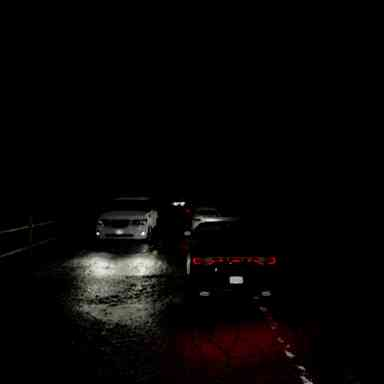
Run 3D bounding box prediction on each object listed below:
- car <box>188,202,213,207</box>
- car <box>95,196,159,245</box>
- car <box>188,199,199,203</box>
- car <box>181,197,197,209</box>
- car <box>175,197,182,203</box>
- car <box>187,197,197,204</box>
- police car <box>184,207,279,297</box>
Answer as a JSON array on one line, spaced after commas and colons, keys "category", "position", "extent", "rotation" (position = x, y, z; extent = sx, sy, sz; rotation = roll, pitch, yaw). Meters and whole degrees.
[{"category": "car", "position": [0.811, 1.531, 18.635], "extent": [1.812, 1.442, 4.674], "rotation": [0, 0, 0]}, {"category": "car", "position": [-2.864, 1.225, 15.858], "extent": [2.150, 2.045, 5.566], "rotation": [0, 0, 0]}, {"category": "car", "position": [0.806, 1.514, 24.634], "extent": [1.837, 1.490, 4.892], "rotation": [0, 0, 0]}, {"category": "car", "position": [0.003, 1.524, 46.107], "extent": [2.128, 1.511, 4.902], "rotation": [0, 0, 0]}, {"category": "car", "position": [-2.805, 1.692, 73.044], "extent": [1.895, 1.301, 4.718], "rotation": [0, 0, 0]}, {"category": "car", "position": [-0.049, 1.673, 65.188], "extent": [1.895, 1.301, 4.718], "rotation": [0, 0, 0]}, {"category": "police car", "position": [0.818, 1.426, 8.744], "extent": [1.930, 1.638, 5.238], "rotation": [0, 0, 0]}]
